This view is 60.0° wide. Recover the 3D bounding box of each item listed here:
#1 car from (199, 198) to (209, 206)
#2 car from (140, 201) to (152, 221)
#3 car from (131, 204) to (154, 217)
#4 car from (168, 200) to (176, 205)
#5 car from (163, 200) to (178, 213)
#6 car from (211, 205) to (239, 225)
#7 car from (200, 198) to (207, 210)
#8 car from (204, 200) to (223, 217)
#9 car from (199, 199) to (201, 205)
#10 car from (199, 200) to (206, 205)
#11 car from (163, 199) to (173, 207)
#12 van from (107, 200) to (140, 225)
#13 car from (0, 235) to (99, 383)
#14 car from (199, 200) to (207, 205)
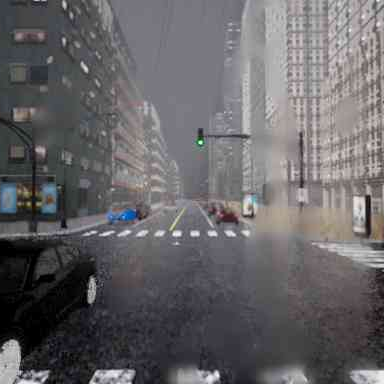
[{"bbox_3d":[2.864,2.439,82.182,2.192,1.841,5.009,0,-1,0],"label":"car"},{"bbox_3d":[-5.613,1.756,32.455,2.192,1.841,5.009,0,-1,0],"label":"car"},{"bbox_3d":[-5.604,2.060,37.980,1.887,1.381,4.507,0,-1,0],"label":"car"},{"bbox_3d":[-5.497,2.857,93.249,1.947,1.339,4.313,0,-1,0],"label":"car"},{"bbox_3d":[-2.904,2.215,45.871,1.895,1.301,4.718,0,-1,0],"label":"car"},{"bbox_3d":[2.756,1.940,26.907,1.802,1.307,4.206,0,-1,0],"label":"car"},{"bbox_3d":[2.810,2.175,54.545,1.967,1.590,4.097,0,-1,0],"label":"car"},{"bbox_3d":[2.778,1.948,37.964,1.967,1.590,4.097,0,-1,0],"label":"car"},{"bbox_3d":[2.830,2.441,65.598,2.008,1.369,4.403,0,-1,0],"label":"car"},{"bbox_3d":[2.883,2.865,93.233,1.802,1.307,4.206,0,-1,0],"label":"car"},{"bbox_3d":[-5.528,2.494,76.670,1.967,1.590,4.097,0,-1,0],"label":"car"},{"bbox_3d":[-5.624,1.707,26.928,1.690,1.788,3.998,0,-1,0],"label":"van"},{"bbox_3d":[-2.984,1.555,5.354,1.882,1.535,5.008,0,-1,0],"label":"car"},{"bbox_3d":[2.873,2.754,87.705,2.008,1.369,4.403,0,-1,0],"label":"car"}]
